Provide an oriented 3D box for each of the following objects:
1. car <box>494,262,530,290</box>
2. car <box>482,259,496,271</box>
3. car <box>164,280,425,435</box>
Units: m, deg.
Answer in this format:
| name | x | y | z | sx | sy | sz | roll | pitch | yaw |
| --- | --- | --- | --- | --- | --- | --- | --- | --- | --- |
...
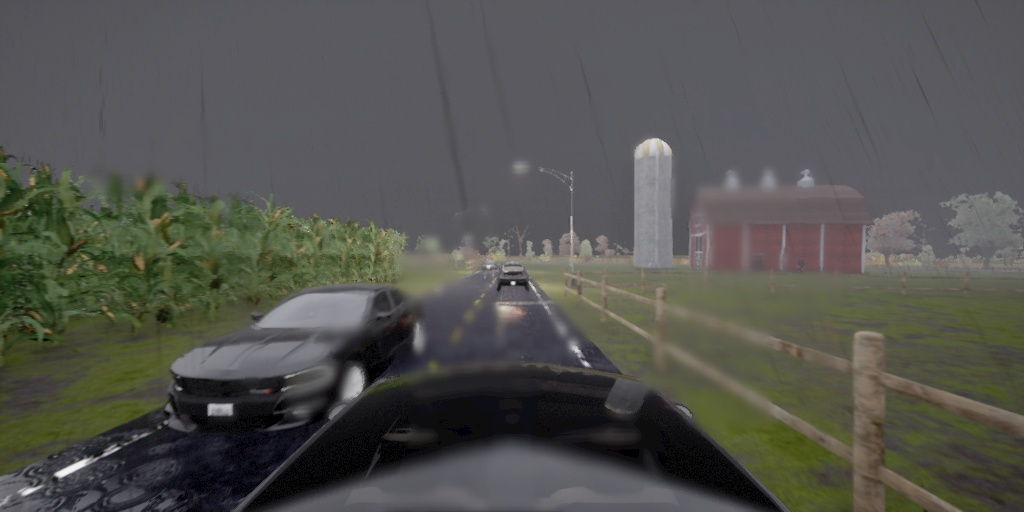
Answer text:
| name | x | y | z | sx | sy | sz | roll | pitch | yaw |
| --- | --- | --- | --- | --- | --- | --- | --- | --- | --- |
| car | 0.059 | 1.234 | 22.053 | 1.837 | 1.490 | 4.892 | 0 | 0 | 0 |
| car | -2.926 | 1.212 | 47.933 | 2.128 | 1.511 | 4.902 | 0 | 0 | 0 |
| car | -2.857 | 1.223 | 6.001 | 1.882 | 1.535 | 5.008 | 0 | 0 | 0 |
